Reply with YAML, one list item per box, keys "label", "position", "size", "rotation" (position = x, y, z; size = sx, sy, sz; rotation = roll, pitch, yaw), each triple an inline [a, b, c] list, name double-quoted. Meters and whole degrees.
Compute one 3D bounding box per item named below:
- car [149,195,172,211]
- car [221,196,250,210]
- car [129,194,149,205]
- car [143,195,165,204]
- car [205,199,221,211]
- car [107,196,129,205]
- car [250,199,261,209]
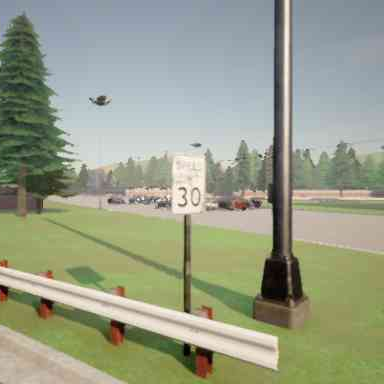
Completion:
- label: "car"
  position: [-2.663, 1.345, 38.002]
  size: [2.128, 1.511, 4.902]
  rotation: [0, 0, -32]
- label: "car"
  position: [4.364, 1.231, 39.956]
  size: [2.097, 1.767, 4.553]
  rotation: [0, 0, -32]
- label: "car"
  position: [-8.856, 1.118, 54.595]
  size: [2.097, 1.767, 4.553]
  rotation: [0, 0, -32]
- label: "car"
  position: [-6.619, 1.244, 57.630]
  size: [1.882, 1.535, 5.008]
  rotation: [0, 0, -32]
- label: "car"
  position: [0.940, 1.468, 38.835]
  size: [1.895, 1.301, 4.718]
  rotation: [0, 0, -32]
- label: "car"
  position: [-12.237, 1.318, 53.410]
  size: [1.994, 1.385, 4.181]
  rotation: [0, 0, -32]
- label: "car"
  position: [6.597, 1.479, 42.993]
  size: [1.895, 1.301, 4.718]
  rotation: [0, 0, -32]
